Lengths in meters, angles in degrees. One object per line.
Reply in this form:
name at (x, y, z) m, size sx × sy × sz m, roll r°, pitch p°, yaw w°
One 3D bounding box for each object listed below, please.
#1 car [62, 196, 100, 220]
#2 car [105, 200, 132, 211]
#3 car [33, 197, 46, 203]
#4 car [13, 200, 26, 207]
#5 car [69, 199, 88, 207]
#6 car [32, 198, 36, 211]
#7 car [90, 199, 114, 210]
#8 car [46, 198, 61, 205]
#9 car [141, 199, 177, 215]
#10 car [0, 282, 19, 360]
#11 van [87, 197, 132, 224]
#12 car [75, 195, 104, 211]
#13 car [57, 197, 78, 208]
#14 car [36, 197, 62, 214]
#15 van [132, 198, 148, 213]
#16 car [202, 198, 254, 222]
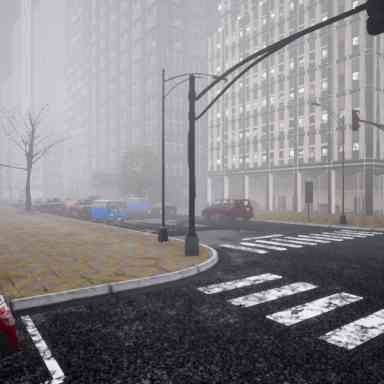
car at (-10.027, 1.510, 31.014) m, size 2.192 × 1.841 × 5.009 m, roll 0°, pitch 0°, yaw -36°
car at (-10.037, 1.847, 45.154) m, size 1.947 × 1.339 × 4.313 m, roll 0°, pitch 0°, yaw -36°
car at (-39.084, 2.063, 85.088) m, size 1.882 × 1.535 × 5.008 m, roll 0°, pitch 0°, yaw -36°
car at (-30.309, 1.994, 58.532) m, size 1.802 × 1.307 × 4.206 m, roll 0°, pitch 0°, yaw -36°
car at (-20.179, 1.940, 58.913) m, size 2.008 × 1.369 × 4.403 m, roll 0°, pitch 0°, yaw -36°
car at (-20.168, 1.745, 44.773) m, size 1.967 × 1.590 × 4.097 m, roll 0°, pitch 0°, yaw -36°
car at (-13.519, 1.844, 49.878) m, size 1.752 × 1.417 × 4.829 m, roll 0°, pitch 0°, yaw -36°
car at (-30.322, 2.061, 72.673) m, size 1.947 × 1.339 × 4.313 m, roll 0°, pitch 0°, yaw -36°
car at (-3.276, 1.758, 35.981) m, size 2.008 × 1.369 × 4.403 m, roll 0°, pitch 0°, yaw -36°
car at (-4.240, 1.440, 3.532) m, size 4.097 × 1.590 × 1.967 m, roll 0°, pitch 0°, yaw -36°
van at (-6.646, 1.499, 26.428) m, size 1.690 × 1.788 × 3.998 m, roll 0°, pitch 0°, yaw -36°
car at (-14.473, 1.524, 46.717) m, size 2.150 × 2.045 × 5.566 m, roll 0°, pitch 0°, yaw -36°
car at (-20.780, 1.721, 55.202) m, size 2.097 × 1.767 × 4.553 m, roll 0°, pitch 0°, yaw -36°
car at (-16.788, 1.584, 40.187) m, size 2.192 × 1.841 × 5.009 m, roll 0°, pitch 0°, yaw -36°
van at (-6.658, 1.586, 40.568) m, size 1.690 × 1.788 × 3.998 m, roll 0°, pitch 0°, yaw -36°
car at (2.900, 1.454, 27.602) m, size 2.192 × 1.841 × 5.009 m, roll 0°, pitch 0°, yaw -36°
